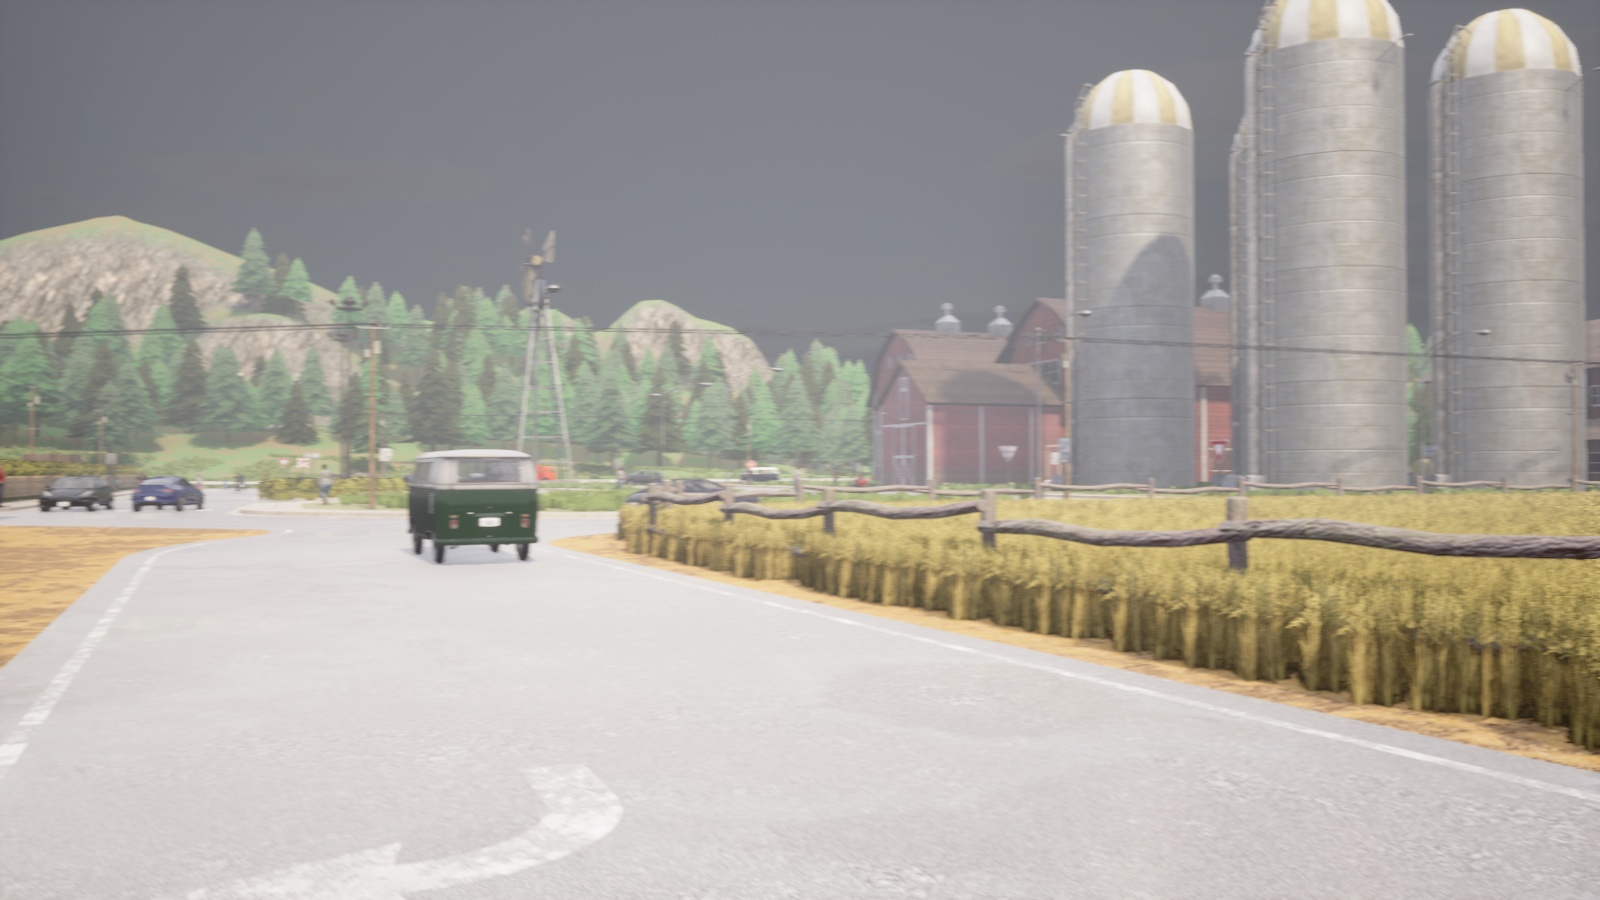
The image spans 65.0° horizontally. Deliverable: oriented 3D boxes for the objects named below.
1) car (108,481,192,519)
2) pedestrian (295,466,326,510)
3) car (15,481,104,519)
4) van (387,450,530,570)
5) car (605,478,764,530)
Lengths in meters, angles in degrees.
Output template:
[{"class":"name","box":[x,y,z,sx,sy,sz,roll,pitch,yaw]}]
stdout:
[{"class":"car","box":[-26.788,2.017,51.910,1.812,1.442,4.674,0,-1,-11]},{"class":"pedestrian","box":[-20.870,1.612,53.533,0.900,1.855,0.874,-1,-1,40]},{"class":"car","box":[-30.596,2.032,52.053,2.163,1.488,4.792,0,-1,-17]},{"class":"van","box":[-6.406,1.037,23.216,1.775,1.987,4.442,0,-1,-25]},{"class":"car","box":[-3.357,1.544,36.667,4.181,1.385,1.994,0,-1,-36]}]
